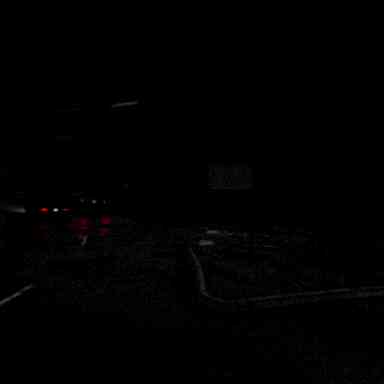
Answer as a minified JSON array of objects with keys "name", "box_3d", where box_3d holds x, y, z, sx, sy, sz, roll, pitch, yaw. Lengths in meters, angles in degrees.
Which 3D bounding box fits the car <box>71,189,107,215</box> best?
[{"name":"car","box_3d":[-7.880,0.544,24.268,2.097,1.767,4.553,1,4,-36]}]

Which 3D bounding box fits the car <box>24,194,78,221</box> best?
[{"name":"car","box_3d":[-9.110,0.872,20.807,2.033,1.411,5.357,1,4,-35]}]
